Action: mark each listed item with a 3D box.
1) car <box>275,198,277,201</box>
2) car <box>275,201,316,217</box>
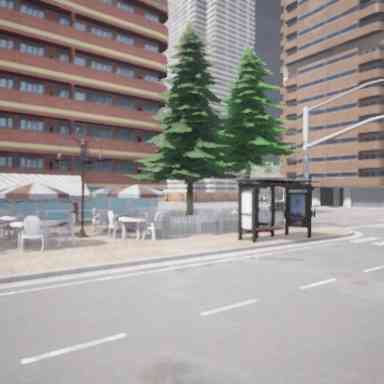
[{"bbox_3d":[10.665,1.772,35.903,1.837,1.490,4.892,0,0,-36],"label":"car"},{"bbox_3d":[9.523,1.807,31.512,1.994,1.385,4.181,0,0,-36],"label":"car"}]
